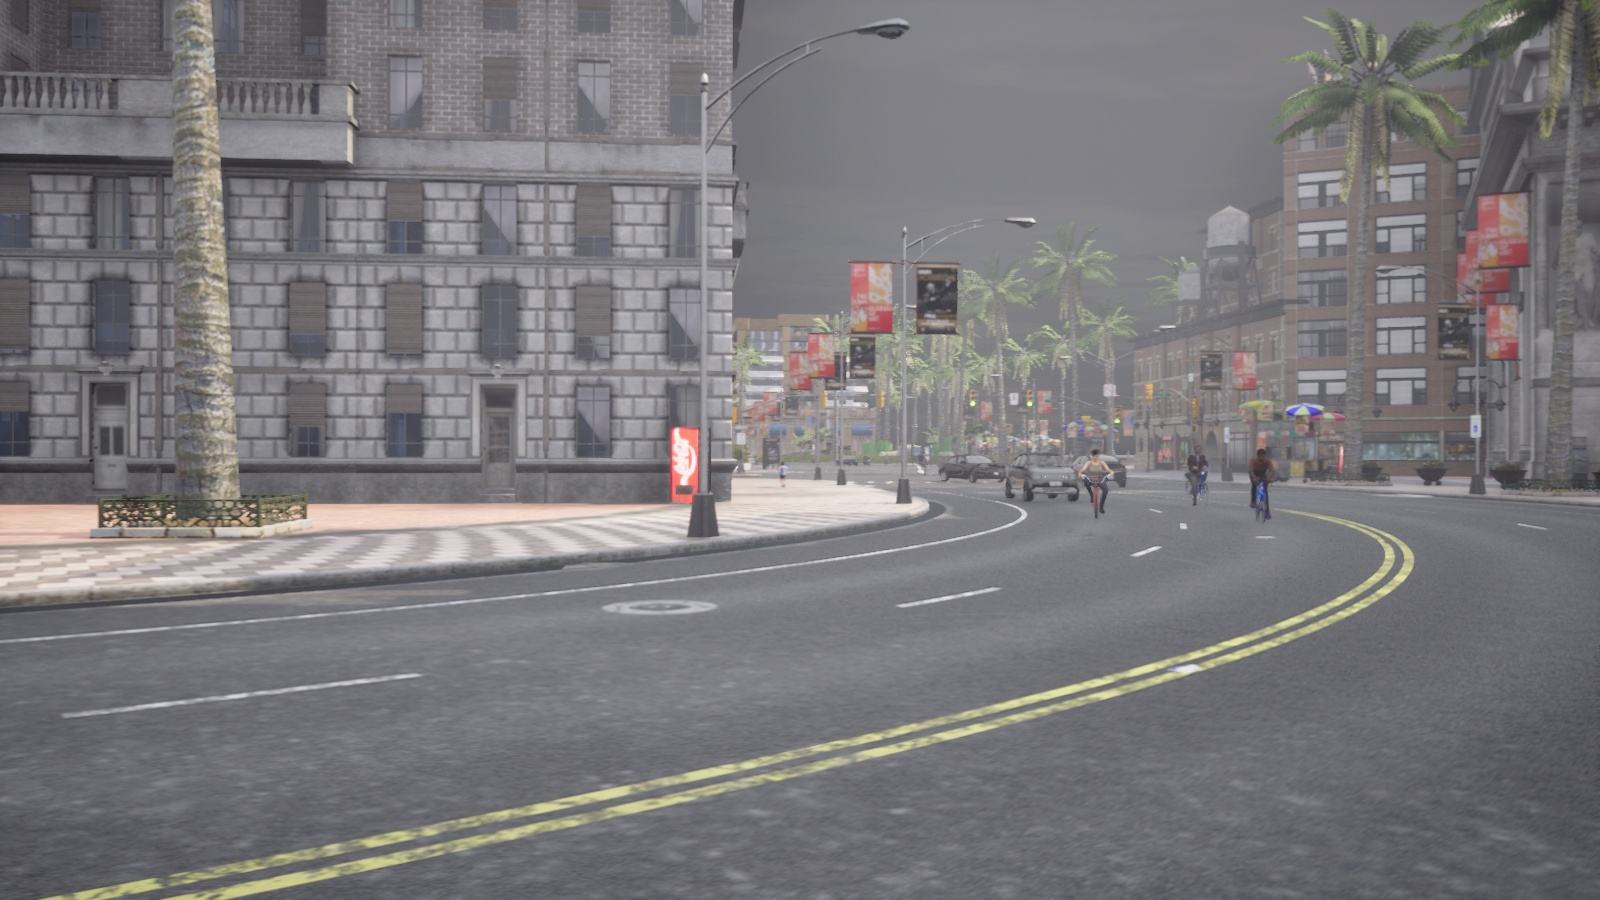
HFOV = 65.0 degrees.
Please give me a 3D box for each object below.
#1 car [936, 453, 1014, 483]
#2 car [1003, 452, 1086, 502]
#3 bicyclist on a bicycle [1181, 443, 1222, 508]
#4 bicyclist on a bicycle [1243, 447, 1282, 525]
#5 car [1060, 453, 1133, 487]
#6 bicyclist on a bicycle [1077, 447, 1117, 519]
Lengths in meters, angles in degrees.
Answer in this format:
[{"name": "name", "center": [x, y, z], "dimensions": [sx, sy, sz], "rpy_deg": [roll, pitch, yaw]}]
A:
[{"name": "car", "center": [9.213, 0.908, 66.487], "dimensions": [1.882, 1.535, 5.008], "rpy_deg": [0, 0, -21]}, {"name": "car", "center": [7.841, 0.831, 40.590], "dimensions": [1.789, 1.549, 3.705], "rpy_deg": [0, 0, -3]}, {"name": "bicyclist on a bicycle", "center": [11.285, 0.698, 35.339], "dimensions": [0.659, 1.776, 1.843], "rpy_deg": [0, 0, 3]}, {"name": "bicyclist on a bicycle", "center": [10.015, 0.758, 27.233], "dimensions": [0.582, 1.620, 1.656], "rpy_deg": [0, 0, 14]}, {"name": "car", "center": [13.640, 0.897, 58.052], "dimensions": [1.837, 1.490, 4.892], "rpy_deg": [0, 0, -5]}, {"name": "bicyclist on a bicycle", "center": [6.876, 0.755, 29.097], "dimensions": [0.866, 1.612, 1.509], "rpy_deg": [-1, 0, 13]}]
